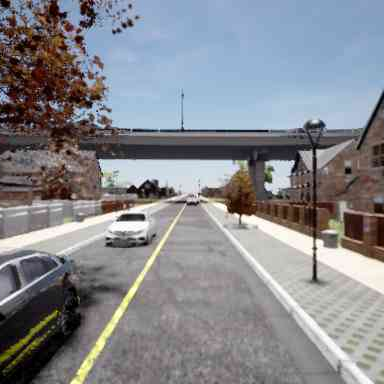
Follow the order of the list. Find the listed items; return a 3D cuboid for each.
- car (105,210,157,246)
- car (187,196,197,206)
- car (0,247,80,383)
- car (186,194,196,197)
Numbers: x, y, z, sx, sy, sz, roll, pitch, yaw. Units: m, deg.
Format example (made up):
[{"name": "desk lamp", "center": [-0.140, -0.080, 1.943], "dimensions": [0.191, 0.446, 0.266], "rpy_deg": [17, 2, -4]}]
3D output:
[{"name": "car", "center": [-2.793, 1.622, 16.070], "dimensions": [1.812, 1.442, 4.674], "rpy_deg": [0, 0, 1]}, {"name": "car", "center": [-0.008, 1.936, 61.831], "dimensions": [1.895, 1.301, 4.718], "rpy_deg": [0, 0, 0]}, {"name": "car", "center": [-2.839, 1.515, 3.856], "dimensions": [2.128, 1.511, 4.902], "rpy_deg": [0, 0, 0]}, {"name": "car", "center": [-0.010, 1.499, 72.060], "dimensions": [2.150, 2.045, 5.566], "rpy_deg": [0, 0, 0]}]
